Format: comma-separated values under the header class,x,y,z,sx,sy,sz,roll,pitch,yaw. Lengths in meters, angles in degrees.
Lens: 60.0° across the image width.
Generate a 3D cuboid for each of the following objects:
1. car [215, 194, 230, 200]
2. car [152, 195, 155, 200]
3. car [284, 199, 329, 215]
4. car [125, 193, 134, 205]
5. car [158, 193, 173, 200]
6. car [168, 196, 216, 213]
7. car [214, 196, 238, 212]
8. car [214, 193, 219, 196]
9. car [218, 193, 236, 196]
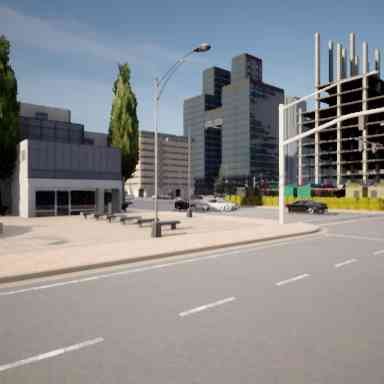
class,x,y,z,sx,sy,sz,roll,pitch,yaw
car,8.692,1.362,94.193,3.806,1.475,1.970,0,0,-40
car,-8.280,1.129,87.371,4.605,1.855,1.932,0,0,-40
car,11.379,1.489,33.913,1.837,1.490,4.892,0,0,-38
car,-12.234,1.212,58.009,2.150,2.045,5.566,0,0,-38
car,-6.472,1.131,85.110,3.866,1.878,1.905,0,0,-40
car,-0.078,1.479,36.808,2.128,1.511,4.902,0,0,-38
car,3.170,1.512,38.370,1.812,1.442,4.674,0,0,-39
car,6.098,1.131,70.041,3.866,1.878,1.905,0,0,-40
car,7.940,1.370,67.807,3.806,1.475,1.970,0,0,-40
